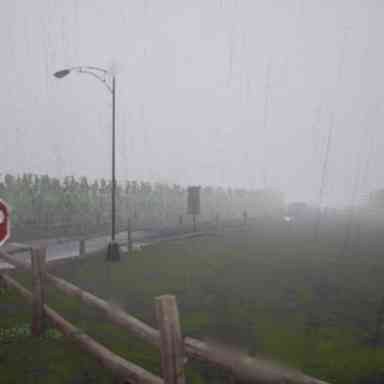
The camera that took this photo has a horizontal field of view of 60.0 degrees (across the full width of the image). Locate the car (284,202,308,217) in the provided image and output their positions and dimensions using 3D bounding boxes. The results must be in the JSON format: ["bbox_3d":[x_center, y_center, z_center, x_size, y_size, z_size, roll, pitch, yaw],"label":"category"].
[{"bbox_3d":[15.430,2.528,48.911,2.150,2.045,5.566,-1,-2,36],"label":"car"}]
